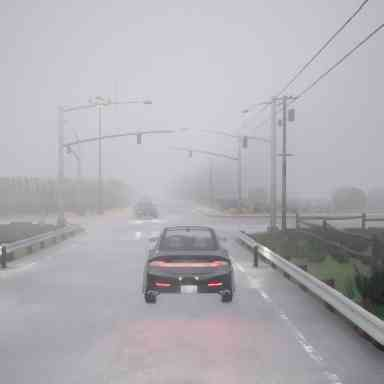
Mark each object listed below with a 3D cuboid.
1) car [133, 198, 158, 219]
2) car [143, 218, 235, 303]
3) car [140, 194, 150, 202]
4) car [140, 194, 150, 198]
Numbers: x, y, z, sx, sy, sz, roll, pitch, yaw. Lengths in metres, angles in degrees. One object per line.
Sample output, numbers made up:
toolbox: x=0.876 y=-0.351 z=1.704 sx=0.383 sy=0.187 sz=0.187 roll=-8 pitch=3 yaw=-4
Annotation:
car: x=-4.449 y=1.622 z=31.137 sx=1.837 sy=1.490 sz=4.892 roll=-1 pitch=1 yaw=-15
car: x=-0.098 y=1.613 z=8.444 sx=2.128 sy=1.511 sz=4.902 roll=0 pitch=-2 yaw=-1
car: x=-8.848 y=1.076 z=62.862 sx=1.812 sy=1.442 sz=4.674 roll=0 pitch=1 yaw=-7
car: x=-6.911 y=1.390 z=47.420 sx=1.994 sy=1.385 sz=4.181 roll=0 pitch=1 yaw=-7
